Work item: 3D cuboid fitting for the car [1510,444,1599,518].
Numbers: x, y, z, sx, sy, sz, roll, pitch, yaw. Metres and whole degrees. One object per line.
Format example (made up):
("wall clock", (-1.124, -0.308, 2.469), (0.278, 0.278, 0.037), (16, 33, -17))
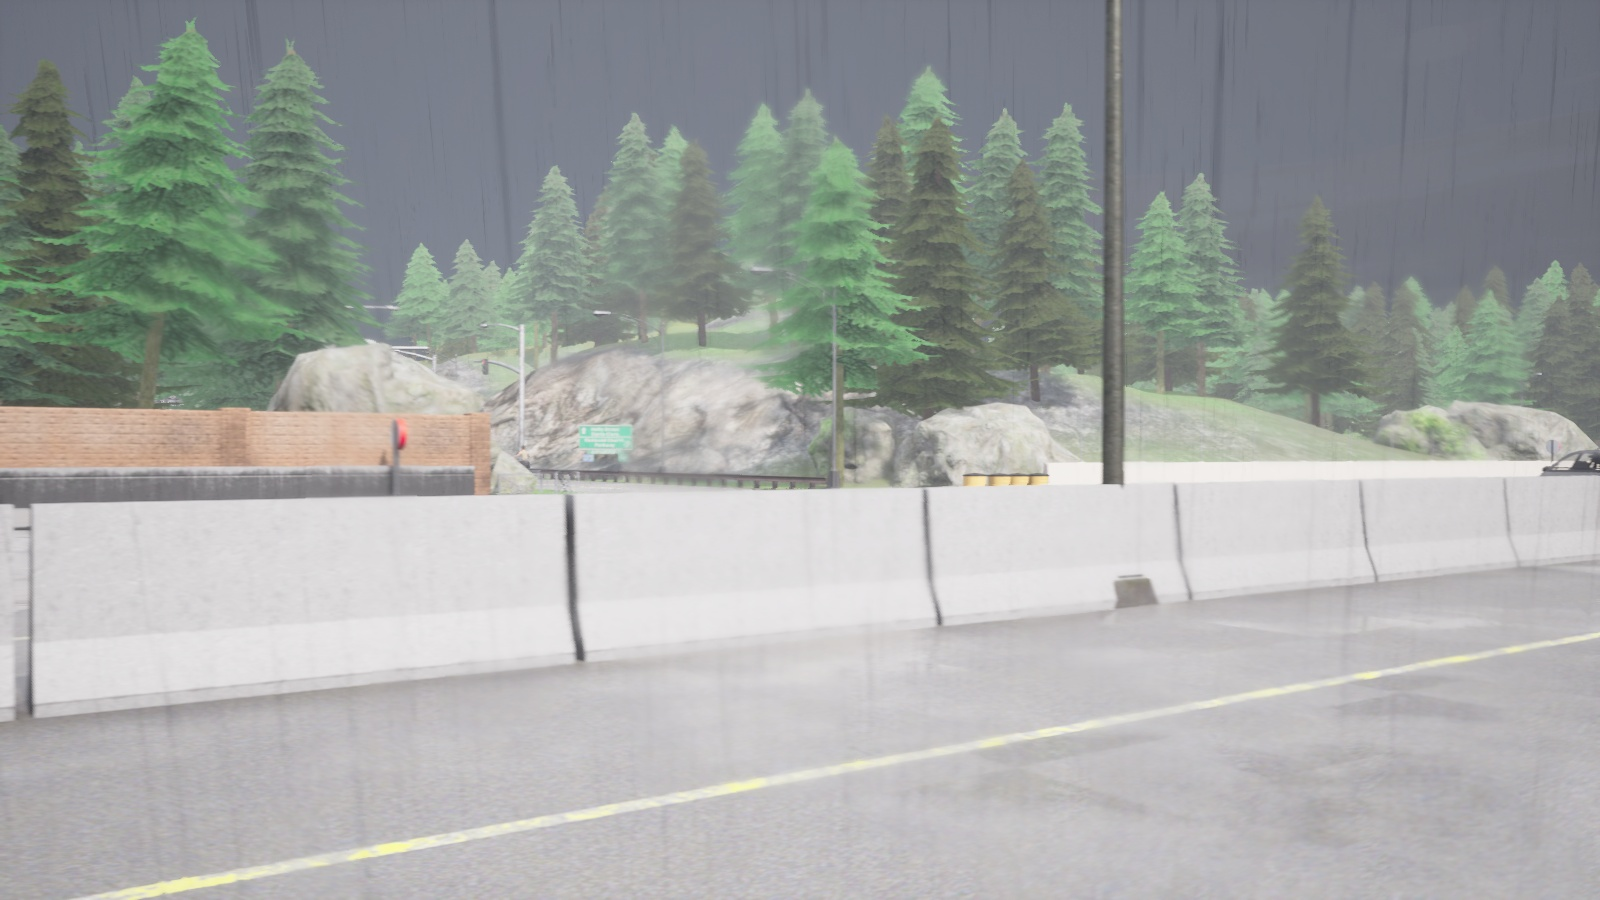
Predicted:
("car", (18.555, 0.676, 29.366), (3.988, 1.617, 1.851), (0, 0, -35))
